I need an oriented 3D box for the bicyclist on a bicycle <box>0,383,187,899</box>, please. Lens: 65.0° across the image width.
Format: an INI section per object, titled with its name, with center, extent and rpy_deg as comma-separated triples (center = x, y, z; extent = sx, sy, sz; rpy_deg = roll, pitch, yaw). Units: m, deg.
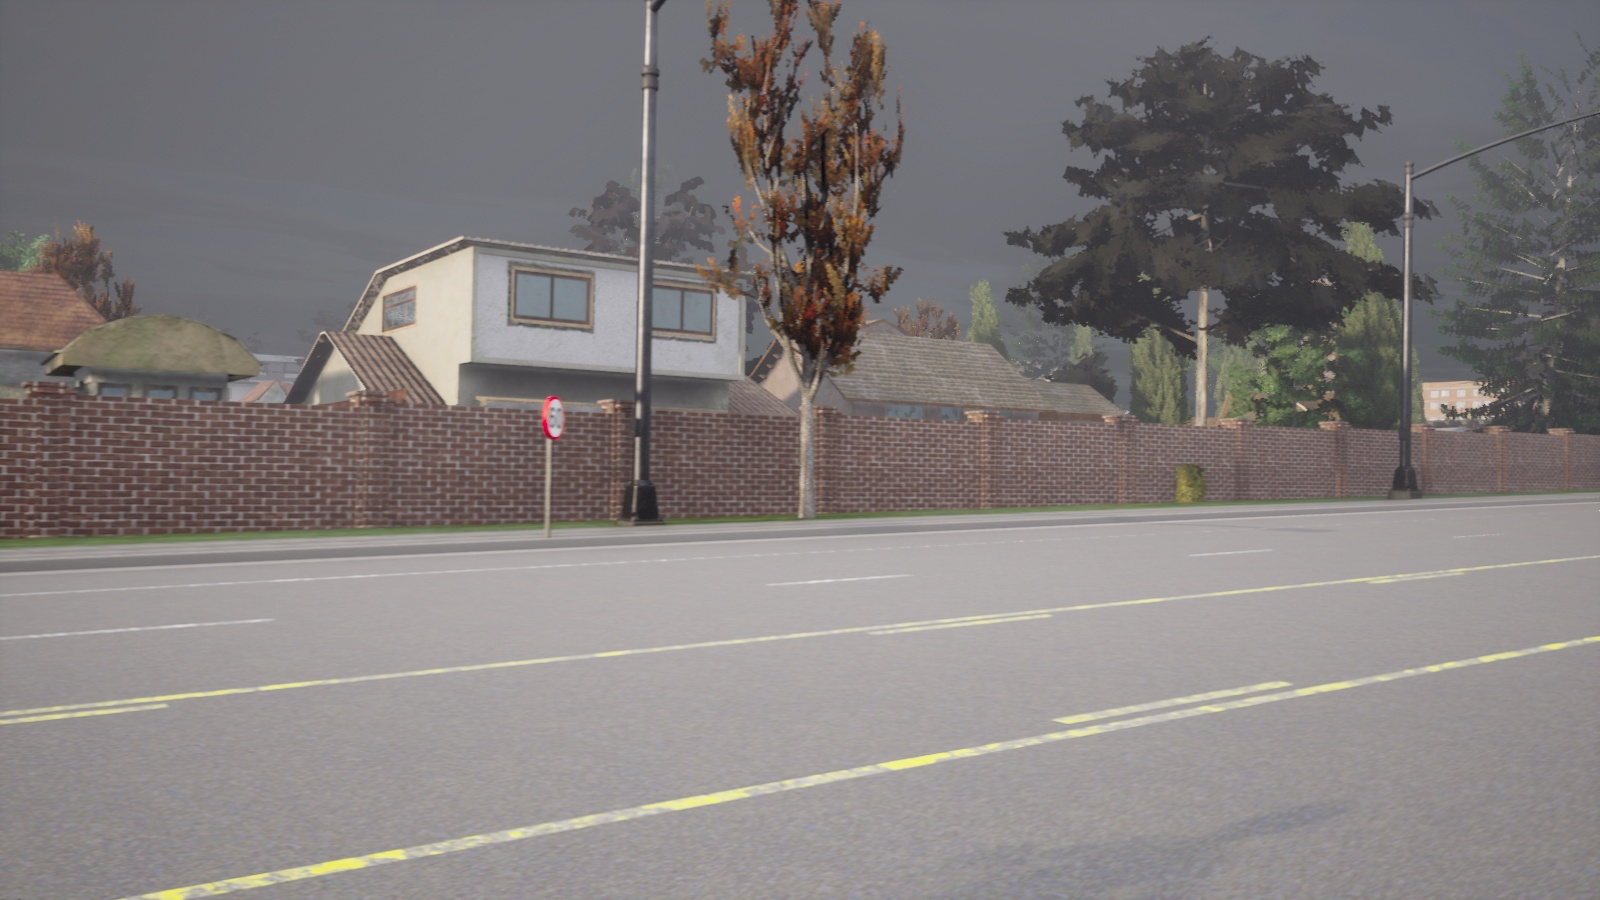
[bicyclist on a bicycle]
center = -2.007, 0.691, 2.258
extent = 1.509, 1.612, 0.866
rpy_deg = 0, 0, -35
